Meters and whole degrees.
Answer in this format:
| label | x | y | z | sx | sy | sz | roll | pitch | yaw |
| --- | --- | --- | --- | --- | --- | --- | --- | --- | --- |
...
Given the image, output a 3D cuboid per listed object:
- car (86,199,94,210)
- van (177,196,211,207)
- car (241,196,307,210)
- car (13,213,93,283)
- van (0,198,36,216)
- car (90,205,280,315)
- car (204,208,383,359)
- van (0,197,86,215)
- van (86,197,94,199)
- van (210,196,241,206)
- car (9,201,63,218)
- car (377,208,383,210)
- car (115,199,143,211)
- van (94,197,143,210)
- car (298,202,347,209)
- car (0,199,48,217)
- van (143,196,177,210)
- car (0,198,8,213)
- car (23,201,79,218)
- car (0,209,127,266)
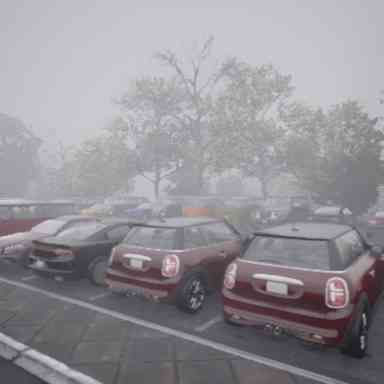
| label | x | y | z | sx | sy | sz | roll | pitch | yaw |
| --- | --- | --- | --- | --- | --- | --- | --- | --- | --- |
| car | -7.953 | 1.645 | 29.765 | 1.946 | 1.575 | 5.366 | -1 | -1 | 36 |
| van | 1.216 | 1.290 | 23.576 | 1.878 | 1.987 | 4.442 | 0 | 0 | 36 |
| car | 5.536 | 1.257 | 20.307 | 2.435 | 2.045 | 5.566 | 0 | 0 | 36 |
| car | -2.066 | 1.509 | 9.692 | 2.097 | 1.535 | 5.008 | 0 | 0 | 36 |
| van | -21.298 | 1.713 | 39.682 | 1.878 | 1.987 | 4.442 | -1 | -1 | 36 |
| car | 0.177 | 1.380 | 8.056 | 2.185 | 1.767 | 4.553 | 0 | 0 | 36 |
| car | 2.435 | 1.376 | 6.440 | 2.185 | 1.767 | 4.553 | 0 | 0 | 36 |
| van | -6.647 | 1.291 | 12.832 | 1.878 | 1.987 | 4.442 | 0 | 0 | 36 |
| van | -10.034 | 1.471 | 31.624 | 1.878 | 1.987 | 4.442 | -1 | -1 | 36 |
| van | 3.367 | 1.287 | 22.037 | 1.878 | 1.987 | 4.442 | 0 | 0 | 36 |
| car | -16.962 | 1.844 | 36.430 | 2.097 | 1.535 | 5.008 | -1 | -1 | 36 |
| car | 10.160 | 1.540 | 17.032 | 2.002 | 1.452 | 4.674 | 0 | 0 | 36 |
| car | -3.339 | 1.551 | 26.697 | 2.097 | 1.535 | 5.008 | -1 | -1 | 36 |
| van | -5.666 | 1.374 | 28.212 | 1.878 | 1.987 | 4.442 | -1 | -1 | 36 |
| car | 7.904 | 1.504 | 18.641 | 2.097 | 1.535 | 5.008 | 0 | 0 | 36 |
| car | -19.131 | 1.765 | 37.949 | 2.185 | 1.767 | 4.553 | -1 | -1 | 36 |
| van | -1.281 | 1.295 | 25.075 | 1.878 | 1.987 | 4.442 | -1 | 0 | 36 |
| car | -28.106 | 1.841 | 44.442 | 2.435 | 2.045 | 5.566 | -2 | -1 | 36 |
| car | -14.607 | 1.793 | 34.746 | 2.097 | 1.535 | 5.008 | -1 | -1 | 36 |
| car | -4.319 | 1.553 | 11.314 | 2.002 | 1.452 | 4.674 | 0 | 0 | 36 |
